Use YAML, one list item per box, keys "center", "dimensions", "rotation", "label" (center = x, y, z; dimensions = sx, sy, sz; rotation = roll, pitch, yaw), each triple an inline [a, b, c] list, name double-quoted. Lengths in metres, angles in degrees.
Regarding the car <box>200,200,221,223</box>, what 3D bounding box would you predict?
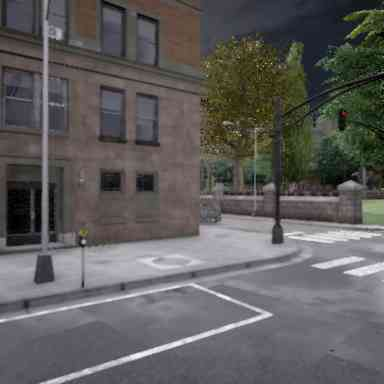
- center: [0.172, 1.378, 24.974]
  dimensions: [2.097, 1.767, 4.553]
  rotation: [0, 0, -35]
  label: "car"
